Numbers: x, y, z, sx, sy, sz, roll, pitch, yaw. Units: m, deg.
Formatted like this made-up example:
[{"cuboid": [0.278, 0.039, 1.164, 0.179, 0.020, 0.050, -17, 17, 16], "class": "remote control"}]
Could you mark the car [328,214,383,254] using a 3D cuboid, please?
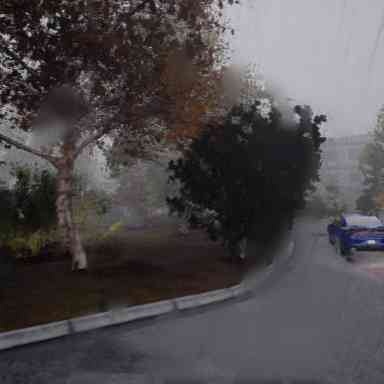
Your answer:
[{"cuboid": [7.110, 1.678, 14.385, 1.882, 1.535, 5.008, -3, -1, 15], "class": "car"}]
